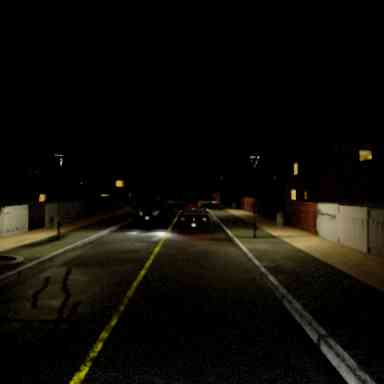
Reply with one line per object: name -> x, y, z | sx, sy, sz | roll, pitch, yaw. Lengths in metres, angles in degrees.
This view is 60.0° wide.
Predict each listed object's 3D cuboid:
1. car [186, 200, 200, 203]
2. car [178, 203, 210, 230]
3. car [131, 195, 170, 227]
car -> 0.105, 1.571, 36.110 | 1.812, 1.442, 4.674 | 0, 0, 0
car -> 0.101, 1.616, 21.354 | 1.895, 1.301, 4.718 | 0, 0, 0
car -> -2.747, 1.241, 23.116 | 2.150, 2.045, 5.566 | 0, 0, 0
